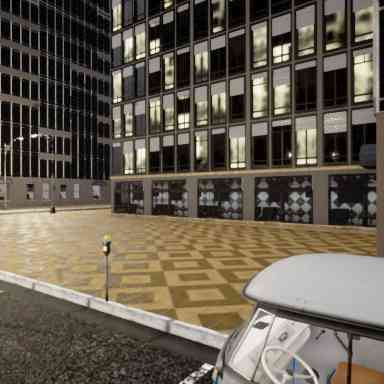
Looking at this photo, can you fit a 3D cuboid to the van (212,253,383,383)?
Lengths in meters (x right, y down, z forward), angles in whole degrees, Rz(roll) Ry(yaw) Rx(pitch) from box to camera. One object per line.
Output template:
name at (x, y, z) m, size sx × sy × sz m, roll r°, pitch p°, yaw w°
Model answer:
van at (1.919, 1.341, 1.510) m, size 3.998 × 1.788 × 1.690 m, roll 0°, pitch 0°, yaw 35°
